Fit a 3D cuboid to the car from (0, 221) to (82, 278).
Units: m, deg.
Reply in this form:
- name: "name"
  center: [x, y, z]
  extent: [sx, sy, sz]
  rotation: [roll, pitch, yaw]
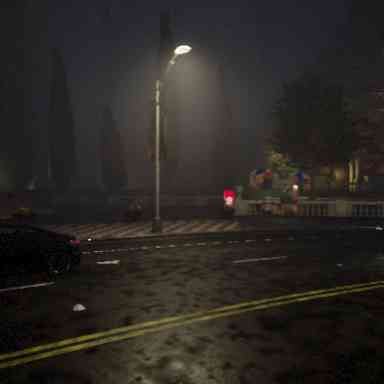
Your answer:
- name: "car"
  center: [-5.062, 1.480, 8.584]
  extent: [4.181, 1.385, 1.994]
  rotation: [0, 0, -32]
